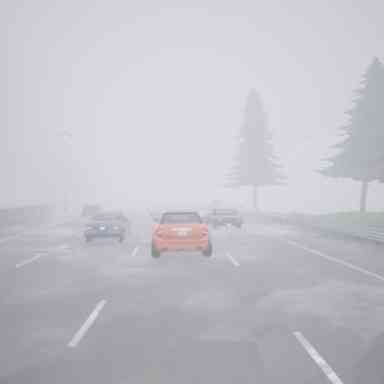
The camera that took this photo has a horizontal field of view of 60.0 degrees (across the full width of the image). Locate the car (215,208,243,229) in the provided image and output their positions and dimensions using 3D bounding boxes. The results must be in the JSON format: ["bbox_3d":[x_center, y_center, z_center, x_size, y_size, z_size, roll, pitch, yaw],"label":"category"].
[{"bbox_3d":[2.036,1.780,23.059,1.895,1.301,4.718,0,0,-8],"label":"car"}]

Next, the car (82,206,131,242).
[{"bbox_3d":[-4.334,1.716,17.543,2.033,1.411,5.357,0,0,-6],"label":"car"}]

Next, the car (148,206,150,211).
[{"bbox_3d":[-3.476,1.832,34.934,1.812,1.442,4.674,0,0,-12],"label":"car"}]

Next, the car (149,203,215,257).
[{"bbox_3d":[-0.511,1.467,13.664,2.097,1.767,4.553,0,-1,-4],"label":"car"}]

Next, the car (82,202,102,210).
[{"bbox_3d":[-11.214,1.846,37.451,1.882,1.535,5.008,0,0,-13],"label":"car"}]

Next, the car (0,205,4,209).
[{"bbox_3d":[-22.004,1.943,36.306,1.812,1.442,4.674,0,0,-13],"label":"car"}]
